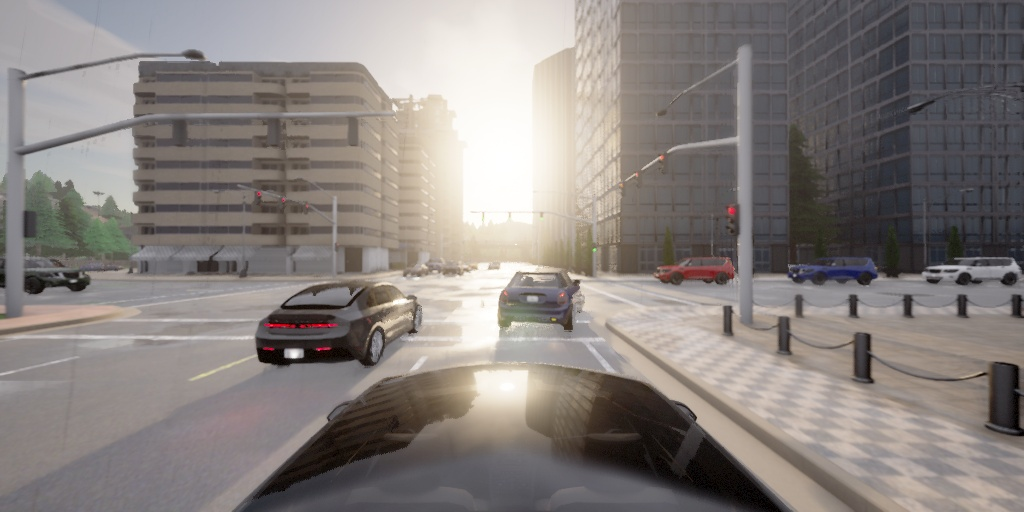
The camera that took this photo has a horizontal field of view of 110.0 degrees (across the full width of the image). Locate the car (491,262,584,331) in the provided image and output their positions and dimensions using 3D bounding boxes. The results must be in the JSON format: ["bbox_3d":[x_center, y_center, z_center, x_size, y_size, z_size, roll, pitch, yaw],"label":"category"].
[{"bbox_3d":[1.095,1.154,11.617,2.097,1.767,4.553,0,0,15],"label":"car"}]

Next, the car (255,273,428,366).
[{"bbox_3d":[-3.409,1.303,8.042,1.837,1.490,4.892,0,-1,0],"label":"car"}]

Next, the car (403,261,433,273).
[{"bbox_3d":[-10.637,1.569,40.026,1.812,1.442,4.674,0,0,1],"label":"car"}]

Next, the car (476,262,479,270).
[{"bbox_3d":[-7.023,1.700,63.285,1.882,1.535,5.008,0,0,0],"label":"car"}]

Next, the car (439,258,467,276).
[{"bbox_3d":[-7.096,1.423,43.614,2.097,1.767,4.553,0,0,0],"label":"car"}]

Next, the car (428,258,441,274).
[{"bbox_3d":[-10.593,1.339,49.734,2.150,2.045,5.566,0,0,0],"label":"car"}]

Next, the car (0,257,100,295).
[{"bbox_3d":[-27.342,1.056,20.273,5.566,2.045,2.150,0,0,3],"label":"car"}]

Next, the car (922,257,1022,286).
[{"bbox_3d":[34.356,1.112,26.864,5.566,2.045,2.150,0,0,0],"label":"car"}]

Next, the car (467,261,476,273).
[{"bbox_3d":[-7.083,1.691,53.084,2.033,1.411,5.357,0,0,0],"label":"car"}]

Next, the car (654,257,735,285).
[{"bbox_3d":[13.673,1.112,26.978,5.566,2.045,2.150,0,0,0],"label":"car"}]

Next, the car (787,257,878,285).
[{"bbox_3d":[23.993,1.112,26.920,5.566,2.045,2.150,0,0,1],"label":"car"}]
